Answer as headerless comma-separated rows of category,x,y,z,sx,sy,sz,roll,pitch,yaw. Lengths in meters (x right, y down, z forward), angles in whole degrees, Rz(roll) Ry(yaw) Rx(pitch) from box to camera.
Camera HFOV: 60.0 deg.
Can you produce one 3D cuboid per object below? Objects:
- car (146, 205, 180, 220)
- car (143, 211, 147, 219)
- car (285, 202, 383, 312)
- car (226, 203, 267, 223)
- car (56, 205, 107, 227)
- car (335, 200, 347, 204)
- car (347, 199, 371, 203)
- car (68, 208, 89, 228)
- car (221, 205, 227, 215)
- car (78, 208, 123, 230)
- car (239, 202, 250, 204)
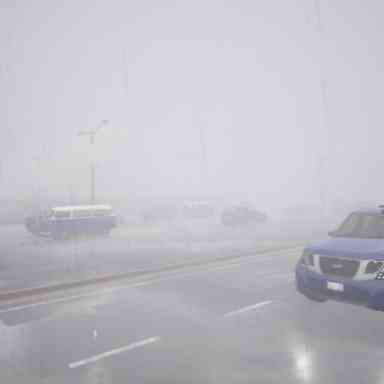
car,-4.209,2.843,51.742,4.605,1.855,1.932,0,-2,-38
car,-5.949,3.169,54.045,3.905,1.438,1.784,0,-2,-38
car,4.737,1.347,7.752,5.566,2.045,2.150,0,-2,-39
car,6.342,2.410,38.548,3.806,1.475,1.970,0,-2,-38
car,-12.580,2.648,38.047,4.605,1.855,1.932,0,-2,-38
car,21.712,2.033,47.272,3.866,1.878,1.905,0,-2,-38
car,23.463,1.915,44.970,4.605,1.855,1.932,0,-2,-38
car,-10.872,2.751,35.969,3.905,1.438,1.784,0,-2,-38
car,7.739,3.171,64.896,3.806,1.475,1.970,0,-2,-38
car,-9.077,2.667,33.699,3.806,1.475,1.970,0,-2,-38
car,9.519,2.816,62.628,3.866,1.878,1.905,0,-2,-38
